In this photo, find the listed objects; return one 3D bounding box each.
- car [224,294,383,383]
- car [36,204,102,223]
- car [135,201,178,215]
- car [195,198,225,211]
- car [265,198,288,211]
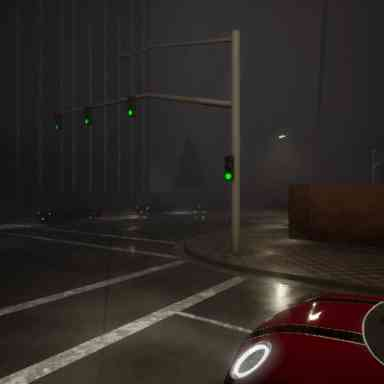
[{"bbox_3d":[2.449,1.352,2.211,4.553,1.767,2.097,0,0,36],"label":"car"},{"bbox_3d":[-9.319,1.601,25.455,1.895,1.301,4.718,0,0,35],"label":"car"},{"bbox_3d":[-3.538,1.601,33.610,1.895,1.301,4.718,0,0,35],"label":"car"},{"bbox_3d":[2.306,1.491,41.820,2.128,1.511,4.902,0,0,36],"label":"car"},{"bbox_3d":[10.746,1.492,41.332,2.128,1.511,4.902,0,0,36],"label":"car"}]
